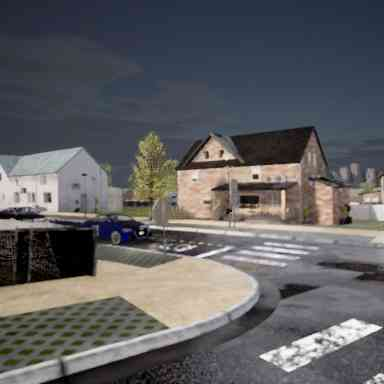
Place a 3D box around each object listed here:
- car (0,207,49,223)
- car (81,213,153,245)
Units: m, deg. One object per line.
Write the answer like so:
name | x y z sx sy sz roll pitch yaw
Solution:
car | -12.144 1.826 23.752 4.902 1.511 2.128 0 1 38
car | -4.046 1.850 17.569 4.181 1.385 1.994 0 1 38
